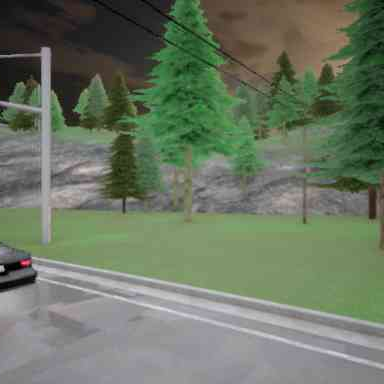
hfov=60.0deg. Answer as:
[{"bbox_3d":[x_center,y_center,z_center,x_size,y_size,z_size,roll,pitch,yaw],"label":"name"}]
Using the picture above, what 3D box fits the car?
[{"bbox_3d":[-5.871,1.538,7.733,5.357,1.411,2.033,0,0,32],"label":"car"}]
